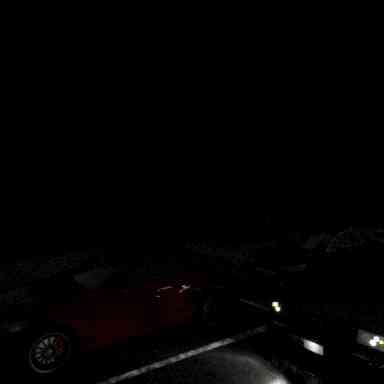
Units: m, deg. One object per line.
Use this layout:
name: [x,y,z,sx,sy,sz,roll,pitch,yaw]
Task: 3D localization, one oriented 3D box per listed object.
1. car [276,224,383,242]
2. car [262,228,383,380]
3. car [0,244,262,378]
car: [3.378,1.549,8.593,4.403,1.369,2.008,0,0,-35]
car: [3.681,1.546,5.693,5.357,1.411,2.033,0,0,-35]
car: [-1.030,1.582,5.451,4.206,1.307,1.802,0,0,-35]
